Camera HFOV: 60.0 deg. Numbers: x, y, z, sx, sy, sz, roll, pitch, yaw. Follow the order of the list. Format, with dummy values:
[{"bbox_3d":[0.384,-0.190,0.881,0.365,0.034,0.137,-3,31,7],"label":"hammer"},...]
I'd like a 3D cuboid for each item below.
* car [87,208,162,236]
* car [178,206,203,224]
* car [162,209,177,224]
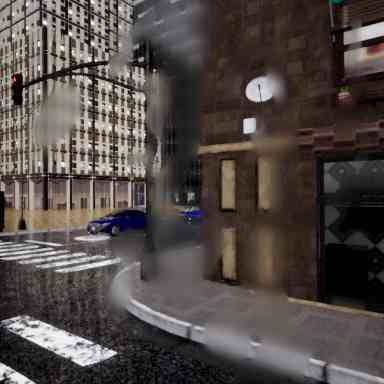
[{"bbox_3d":[-4.146,1.774,20.229,1.812,1.442,4.674,-1,-1,33],"label":"car"},{"bbox_3d":[1.274,1.864,27.946,1.882,1.535,5.008,-1,-1,35],"label":"car"},{"bbox_3d":[-3.499,1.895,25.906,2.008,1.369,4.403,-2,-2,35],"label":"car"}]
